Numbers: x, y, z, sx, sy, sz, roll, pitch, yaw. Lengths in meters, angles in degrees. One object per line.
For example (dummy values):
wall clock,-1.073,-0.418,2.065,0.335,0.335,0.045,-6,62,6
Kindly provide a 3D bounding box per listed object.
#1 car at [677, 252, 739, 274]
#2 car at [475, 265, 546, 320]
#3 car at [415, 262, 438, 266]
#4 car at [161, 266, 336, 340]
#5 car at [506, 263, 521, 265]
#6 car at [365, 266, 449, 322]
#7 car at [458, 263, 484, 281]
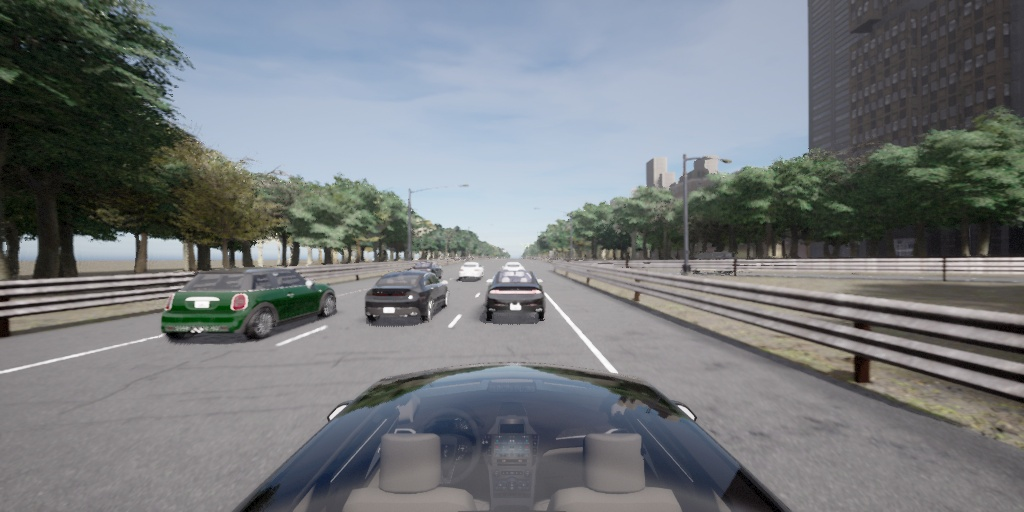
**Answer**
car,18.874,0.689,34.734,2.150,2.045,5.566,0,-1,-31
car,0.101,1.240,12.533,2.128,1.511,4.902,0,0,0
car,-6.895,1.237,29.273,2.128,1.511,4.902,0,0,0
car,-6.896,1.100,10.103,2.097,1.767,4.553,0,0,0
car,0.121,1.270,30.461,1.812,1.442,4.674,0,0,0
car,-3.398,1.253,12.330,1.837,1.490,4.892,0,0,0
car,-3.395,1.270,30.436,1.812,1.442,4.674,0,0,0
